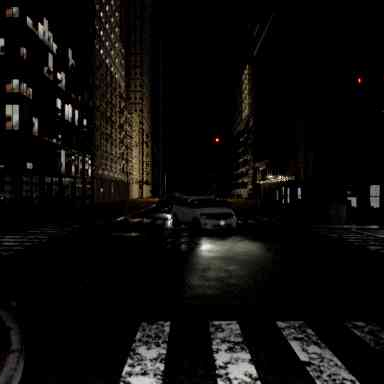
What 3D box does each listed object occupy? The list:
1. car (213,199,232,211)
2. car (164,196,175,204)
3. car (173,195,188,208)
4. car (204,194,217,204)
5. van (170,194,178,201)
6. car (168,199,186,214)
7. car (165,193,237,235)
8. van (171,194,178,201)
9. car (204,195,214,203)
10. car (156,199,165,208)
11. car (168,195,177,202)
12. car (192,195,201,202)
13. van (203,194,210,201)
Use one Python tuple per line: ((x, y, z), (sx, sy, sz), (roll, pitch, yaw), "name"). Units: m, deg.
((3.800, 1.579, 41.788), (1.947, 1.339, 4.313), (0, 0, 0), "car")
((-4.291, 1.564, 63.839), (1.947, 1.339, 4.313), (0, 0, 0), "car")
((-1.712, 1.361, 49.870), (2.097, 1.767, 4.553), (0, 0, 0), "car")
((3.589, 1.313, 63.896), (2.192, 1.841, 5.009), (0, 0, 0), "car")
((-4.412, 1.321, 80.422), (1.690, 1.788, 3.998), (0, 0, 0), "van")
((-1.626, 1.541, 36.493), (1.812, 1.442, 4.674), (0, 0, 0), "car")
((0.491, 1.244, 19.771), (2.150, 2.045, 5.566), (-1, 0, -23), "car")
((-4.452, 1.315, 85.949), (1.690, 1.788, 3.998), (0, 0, 0), "van")
((3.549, 1.432, 69.425), (1.967, 1.590, 4.097), (0, 0, 0), "car")
((-4.170, 1.592, 47.257), (1.802, 1.307, 4.206), (0, 0, 0), "car")
((-4.372, 1.426, 74.895), (1.967, 1.590, 4.097), (0, 0, 0), "car")
((0.968, 1.512, 73.228), (1.812, 1.442, 4.674), (0, 0, 0), "car")
((3.468, 1.321, 80.479), (1.690, 1.788, 3.998), (0, 0, 0), "van")
